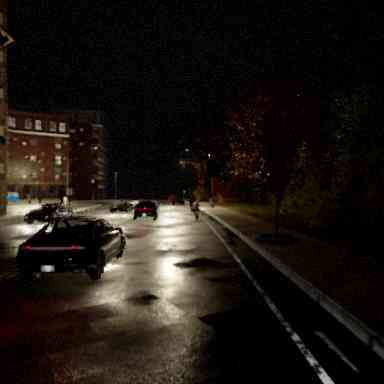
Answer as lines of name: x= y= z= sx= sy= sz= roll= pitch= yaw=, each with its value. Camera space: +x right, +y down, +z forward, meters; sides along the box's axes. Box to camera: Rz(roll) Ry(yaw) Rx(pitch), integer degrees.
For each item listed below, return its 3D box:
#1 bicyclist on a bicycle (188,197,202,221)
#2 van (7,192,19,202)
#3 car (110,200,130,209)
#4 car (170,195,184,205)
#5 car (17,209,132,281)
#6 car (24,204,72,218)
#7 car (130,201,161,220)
bicyclist on a bicycle: x=0.367 y=1.441 z=25.918 sx=0.866 sy=1.612 sz=1.509 roll=0 pitch=0 yaw=-2
van: x=-33.860 y=0.924 z=60.896 sx=3.998 sy=1.788 sz=1.690 roll=1 pitch=-1 yaw=-34
car: x=-7.638 y=1.559 z=36.254 sx=2.033 sy=1.411 sz=5.357 roll=0 pitch=0 yaw=-3
car: x=-2.401 y=1.478 z=57.168 sx=1.882 sy=1.535 sz=5.008 roll=0 pitch=0 yaw=-5
car: x=-3.262 y=1.495 z=9.866 sx=2.128 sy=1.511 sz=4.902 roll=0 pitch=0 yaw=-1
car: x=-10.342 y=1.559 z=24.447 sx=2.033 sy=1.411 sz=5.357 roll=0 pitch=0 yaw=-2
car: x=-3.802 y=1.512 z=28.146 sx=1.837 sy=1.490 sz=4.892 roll=0 pitch=0 yaw=-2
